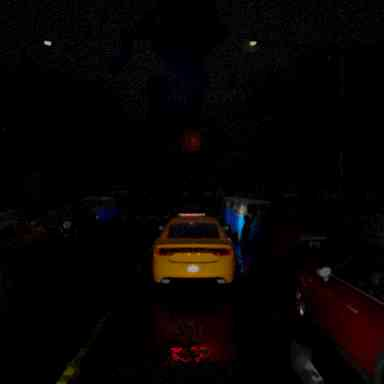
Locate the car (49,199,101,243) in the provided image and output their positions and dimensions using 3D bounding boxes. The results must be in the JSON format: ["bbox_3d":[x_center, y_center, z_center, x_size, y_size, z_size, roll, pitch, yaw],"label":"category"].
[{"bbox_3d":[-5.816,1.327,15.219,1.967,1.590,4.097,0,0,0],"label":"car"}]

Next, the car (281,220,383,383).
[{"bbox_3d":[2.749,1.407,4.375,1.967,1.590,4.097,0,0,0],"label":"car"}]

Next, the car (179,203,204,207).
[{"bbox_3d":[-0.021,1.350,19.147,2.128,1.511,4.902,0,0,0],"label":"car"}]

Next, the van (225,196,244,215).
[{"bbox_3d":[2.710,1.229,15.249,1.690,1.788,3.998,0,0,0],"label":"van"}]

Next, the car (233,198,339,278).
[{"bbox_3d":[2.729,1.242,9.812,2.192,1.841,5.009,0,0,0],"label":"car"}]

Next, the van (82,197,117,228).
[{"bbox_3d":[-5.835,1.188,20.656,1.690,1.788,3.998,0,0,0],"label":"van"}]

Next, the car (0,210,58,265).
[{"bbox_3d":[-5.795,1.453,9.613,1.752,1.417,4.829,0,0,0],"label":"car"}]

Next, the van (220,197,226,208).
[{"bbox_3d":[2.690,1.189,20.687,1.690,1.788,3.998,0,0,0],"label":"van"}]

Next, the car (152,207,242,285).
[{"bbox_3d":[0.050,1.408,9.316,1.882,1.535,5.008,0,1,0],"label":"car"}]
